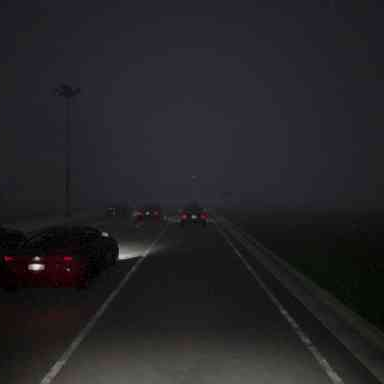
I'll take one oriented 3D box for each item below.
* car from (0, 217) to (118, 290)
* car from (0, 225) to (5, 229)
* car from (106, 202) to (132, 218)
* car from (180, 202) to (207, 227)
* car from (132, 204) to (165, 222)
[{"bbox_3d":[-3.395,1.621,9.276,1.994,1.385,4.181,0,0,0],"label":"car"},{"bbox_3d":[-6.896,1.568,10.163,1.837,1.490,4.892,0,0,0],"label":"car"},{"bbox_3d":[-6.892,1.686,31.840,2.128,1.511,4.902,0,0,0],"label":"car"},{"bbox_3d":[0.103,1.696,24.245,2.033,1.411,5.357,0,0,0],"label":"car"},{"bbox_3d":[-3.393,1.719,28.056,2.033,1.411,5.357,0,0,0],"label":"car"}]
